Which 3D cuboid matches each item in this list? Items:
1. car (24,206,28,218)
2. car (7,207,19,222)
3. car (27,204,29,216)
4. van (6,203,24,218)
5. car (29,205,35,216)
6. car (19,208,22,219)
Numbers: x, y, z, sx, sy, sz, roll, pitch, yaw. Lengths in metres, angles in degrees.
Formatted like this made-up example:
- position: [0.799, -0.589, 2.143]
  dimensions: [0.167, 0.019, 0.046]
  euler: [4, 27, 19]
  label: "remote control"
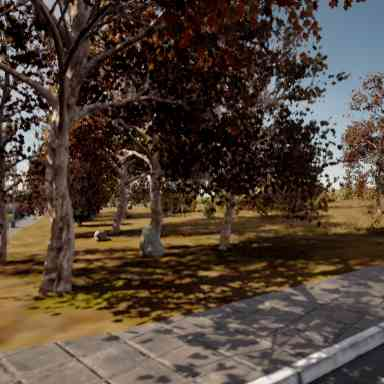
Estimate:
- position: [-25.783, 3.019, 45.609]
  dimensions: [4.792, 1.488, 2.163]
  euler: [4, -4, -40]
  label: "car"
- position: [-22.907, 2.730, 37.179]
  dimensions: [5.366, 1.575, 1.946]
  euler: [4, -3, -40]
  label: "car"
- position: [-26.834, 2.944, 48.340]
  dimensions: [4.553, 1.767, 2.185]
  euler: [4, -4, -40]
  label: "car"
- position: [-24.700, 2.687, 42.916]
  dimensions: [4.442, 1.987, 1.878]
  euler: [4, -4, -40]
  label: "van"
- position: [-28.823, 3.270, 53.901]
  dimensions: [4.792, 1.488, 2.163]
  euler: [4, -4, -40]
  label: "car"
- position: [-23.787, 2.824, 40.061]
  dimensions: [4.892, 1.521, 2.231]
  euler: [4, -4, -40]
  label: "car"
